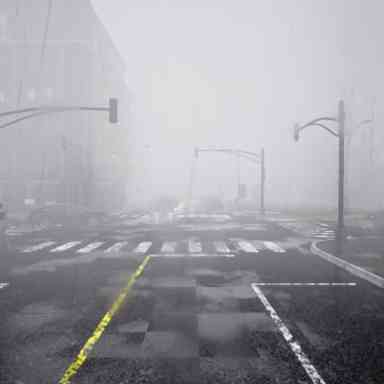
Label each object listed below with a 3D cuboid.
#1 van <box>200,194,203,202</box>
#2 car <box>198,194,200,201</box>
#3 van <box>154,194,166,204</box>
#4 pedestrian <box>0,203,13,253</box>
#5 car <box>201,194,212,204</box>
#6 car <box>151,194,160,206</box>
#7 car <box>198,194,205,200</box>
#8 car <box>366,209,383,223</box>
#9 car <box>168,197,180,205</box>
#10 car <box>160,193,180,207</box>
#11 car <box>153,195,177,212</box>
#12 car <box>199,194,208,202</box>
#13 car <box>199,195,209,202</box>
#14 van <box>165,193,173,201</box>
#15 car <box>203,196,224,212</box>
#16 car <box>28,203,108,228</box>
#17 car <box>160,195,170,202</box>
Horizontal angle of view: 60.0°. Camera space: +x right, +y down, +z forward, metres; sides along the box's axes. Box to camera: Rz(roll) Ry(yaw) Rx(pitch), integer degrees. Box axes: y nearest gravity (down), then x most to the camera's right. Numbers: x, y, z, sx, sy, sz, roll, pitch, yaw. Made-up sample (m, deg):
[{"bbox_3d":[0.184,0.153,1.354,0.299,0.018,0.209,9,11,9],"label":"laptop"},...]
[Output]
[{"bbox_3d":[2.597,1.303,55.022,1.690,1.788,3.998,-1,0,0],"label":"van"},{"bbox_3d":[2.595,1.499,60.668,1.887,1.381,4.507,-1,0,0],"label":"car"},{"bbox_3d":[-5.756,1.295,60.628,1.690,1.788,3.998,-1,0,0],"label":"van"},{"bbox_3d":[-7.104,1.292,12.409,0.375,1.860,0.375,-1,1,0],"label":"pedestrian"},{"bbox_3d":[2.607,1.415,43.730,1.967,1.590,4.097,-1,0,0],"label":"car"},{"bbox_3d":[-5.748,1.528,54.982,1.947,1.339,4.313,-1,0,0],"label":"car"},{"bbox_3d":[2.602,1.328,94.543,1.967,1.590,4.097,-1,0,0],"label":"car"},{"bbox_3d":[14.830,1.609,23.723,4.181,1.385,1.994,0,1,1],"label":"car"},{"bbox_3d":[-3.128,1.521,58.587,1.994,1.385,4.181,0,0,0],"label":"car"},{"bbox_3d":[-3.132,1.321,48.622,2.097,1.767,4.553,0,0,0],"label":"car"},{"bbox_3d":[-3.129,1.458,39.308,1.882,1.535,5.008,0,0,0],"label":"car"},{"bbox_3d":[2.585,1.365,77.605,1.967,1.590,4.097,-1,0,0],"label":"car"},{"bbox_3d":[2.584,1.376,71.959,1.967,1.590,4.097,-1,0,0],"label":"car"},{"bbox_3d":[-5.774,1.254,83.213,1.690,1.788,3.998,-1,0,0],"label":"van"},{"bbox_3d":[2.614,1.526,38.085,1.887,1.381,4.507,-1,0,0],"label":"car"},{"bbox_3d":[-8.079,1.494,21.942,4.892,1.490,1.837,0,1,-14],"label":"car"},{"bbox_3d":[-5.762,1.480,71.919,1.887,1.381,4.507,-1,0,0],"label":"car"}]
